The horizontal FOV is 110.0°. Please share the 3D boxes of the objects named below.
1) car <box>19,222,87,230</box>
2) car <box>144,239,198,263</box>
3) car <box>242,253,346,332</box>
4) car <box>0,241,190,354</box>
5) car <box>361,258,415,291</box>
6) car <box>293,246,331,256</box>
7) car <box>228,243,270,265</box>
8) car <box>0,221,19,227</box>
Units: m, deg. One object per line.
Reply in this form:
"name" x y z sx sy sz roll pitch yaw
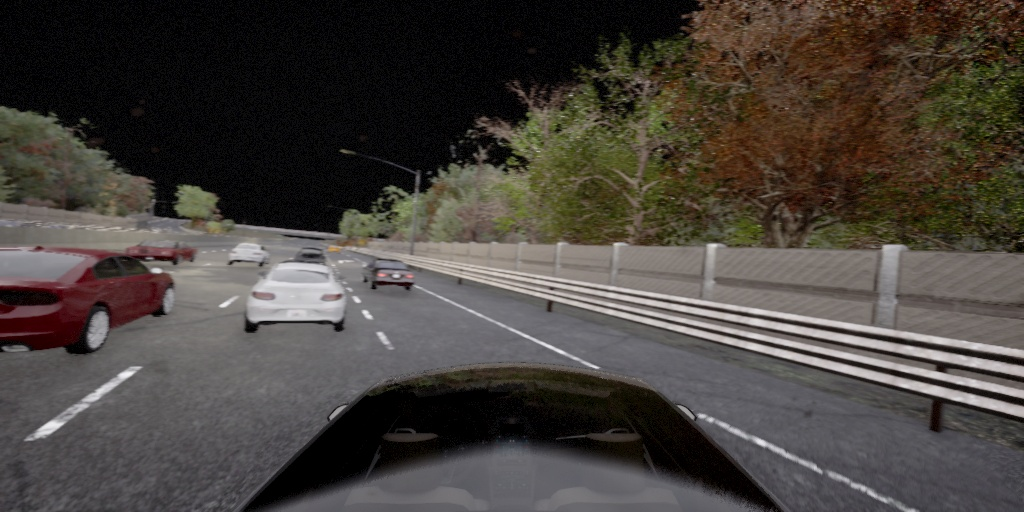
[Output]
"car" -36.247 -1.798 28.967 2.128 1.511 4.902 5 0 -29
"car" -19.187 -0.238 19.933 1.895 1.301 4.718 5 0 -29
"car" -5.206 0.855 8.898 1.812 1.442 4.674 5 0 -29
"car" -7.711 0.570 6.222 1.882 1.535 5.008 5 0 -29
"car" -6.261 0.837 17.894 2.033 1.411 5.357 5 0 -29
"car" -13.703 0.177 24.461 1.837 1.490 4.892 5 0 -29
"car" -17.332 -0.126 23.793 1.812 1.442 4.674 5 0 -29
"car" -40.153 -2.086 28.860 2.033 1.411 5.357 5 0 -28
